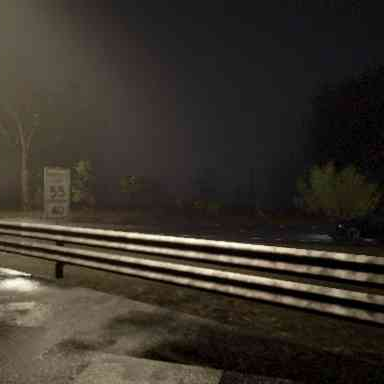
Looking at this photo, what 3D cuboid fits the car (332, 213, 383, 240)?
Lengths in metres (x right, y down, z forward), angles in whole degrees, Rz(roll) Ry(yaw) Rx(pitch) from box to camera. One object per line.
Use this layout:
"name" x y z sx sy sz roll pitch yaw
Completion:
"car" 9.836 1.845 17.904 4.181 1.385 1.994 0 0 16

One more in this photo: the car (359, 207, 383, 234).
"car" 13.295 1.767 20.558 5.008 1.535 1.882 1 0 17
